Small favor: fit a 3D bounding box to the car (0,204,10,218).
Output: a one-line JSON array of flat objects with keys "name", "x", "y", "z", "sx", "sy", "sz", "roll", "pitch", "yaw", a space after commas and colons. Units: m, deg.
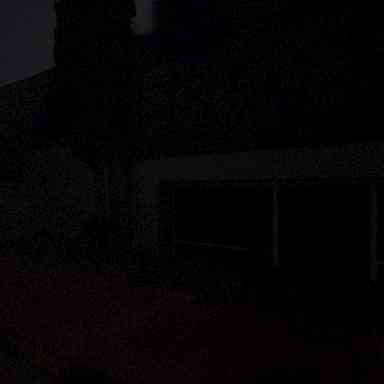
[{"name": "car", "x": -18.208, "y": 1.476, "z": 28.104, "sx": 1.882, "sy": 1.535, "sz": 5.008, "roll": 0, "pitch": 1, "yaw": 36}]
